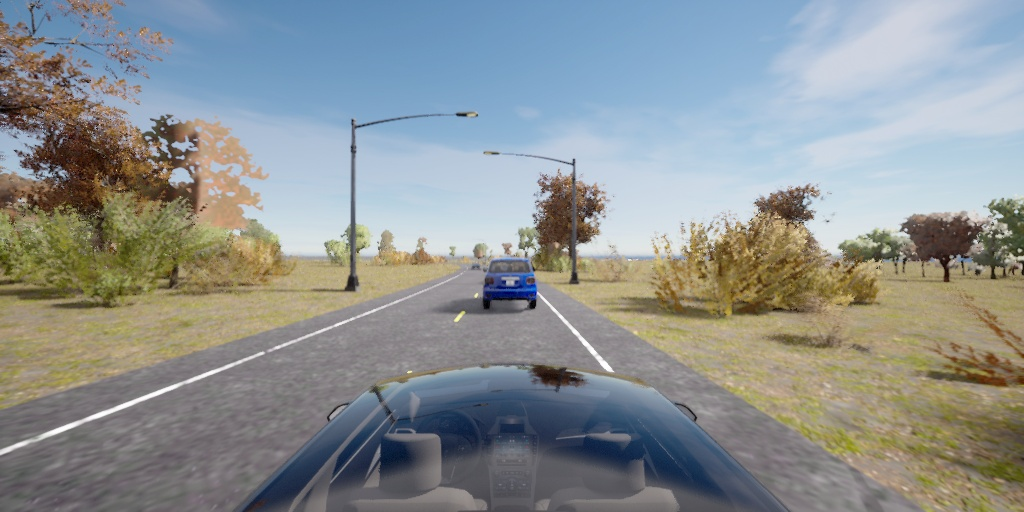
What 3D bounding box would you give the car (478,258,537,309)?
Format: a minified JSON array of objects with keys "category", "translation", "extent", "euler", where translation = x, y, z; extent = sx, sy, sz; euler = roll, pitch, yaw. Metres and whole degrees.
[{"category":"car","translation":[-0.120,1.099,15.908],"extent":[2.150,2.045,5.566],"euler":[0,0,-1]}]
